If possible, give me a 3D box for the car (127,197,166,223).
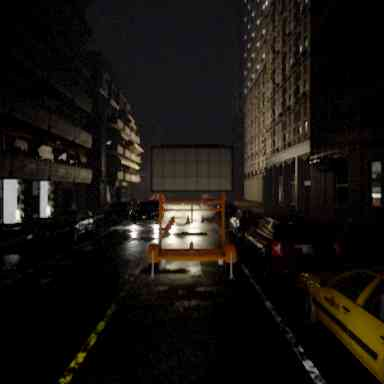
[{"bbox_3d":[-3.100,1.358,23.829,1.837,1.490,4.892,0,0,0],"label":"car"}]

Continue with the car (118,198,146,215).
[{"bbox_3d":[-5.690,1.330,32.066,1.752,1.417,4.829,0,0,0],"label":"car"}]

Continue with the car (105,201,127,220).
[{"bbox_3d":[-5.690,1.403,26.587,1.947,1.339,4.313,0,0,0],"label":"car"}]

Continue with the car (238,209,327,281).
[{"bbox_3d":[2.690,1.379,9.640,1.967,1.590,4.097,0,0,0],"label":"car"}]

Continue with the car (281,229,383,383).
[{"bbox_3d":[2.690,1.498,4.163,1.752,1.417,4.829,0,0,0],"label":"car"}]

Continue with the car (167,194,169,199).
[{"bbox_3d":[-5.689,1.229,60.478,1.802,1.307,4.206,0,0,0],"label":"car"}]

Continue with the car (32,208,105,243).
[{"bbox_3d":[-5.690,1.455,15.290,2.008,1.369,4.403,0,0,0],"label":"car"}]

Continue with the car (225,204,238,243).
[{"bbox_3d":[2.690,1.455,15.291,2.008,1.369,4.403,0,0,0],"label":"car"}]

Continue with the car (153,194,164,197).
[{"bbox_3d":[-5.689,1.118,54.829,1.967,1.590,4.097,0,0,0],"label":"car"}]

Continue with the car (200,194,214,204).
[{"bbox_3d":[2.692,1.223,54.829,1.887,1.381,4.507,0,0,0],"label":"car"}]

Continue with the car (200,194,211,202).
[{"bbox_3d":[2.692,1.167,66.127,2.008,1.369,4.403,0,0,0],"label":"car"}]

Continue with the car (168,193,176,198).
[{"bbox_3d":[-5.687,1.022,94.369,2.008,1.369,4.403,0,0,0],"label":"car"}]

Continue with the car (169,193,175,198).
[{"bbox_3d":[-5.688,1.050,88.721,2.008,1.369,4.403,0,0,0],"label":"car"}]

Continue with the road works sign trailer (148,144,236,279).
[{"bbox_3d":[0.001,0.402,9.794,2.380,3.560,2.880,0,0,0],"label":"road works sign trailer"}]

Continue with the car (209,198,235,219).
[{"bbox_3d":[2.691,1.403,26.587,1.947,1.339,4.313,0,0,0],"label":"car"}]
